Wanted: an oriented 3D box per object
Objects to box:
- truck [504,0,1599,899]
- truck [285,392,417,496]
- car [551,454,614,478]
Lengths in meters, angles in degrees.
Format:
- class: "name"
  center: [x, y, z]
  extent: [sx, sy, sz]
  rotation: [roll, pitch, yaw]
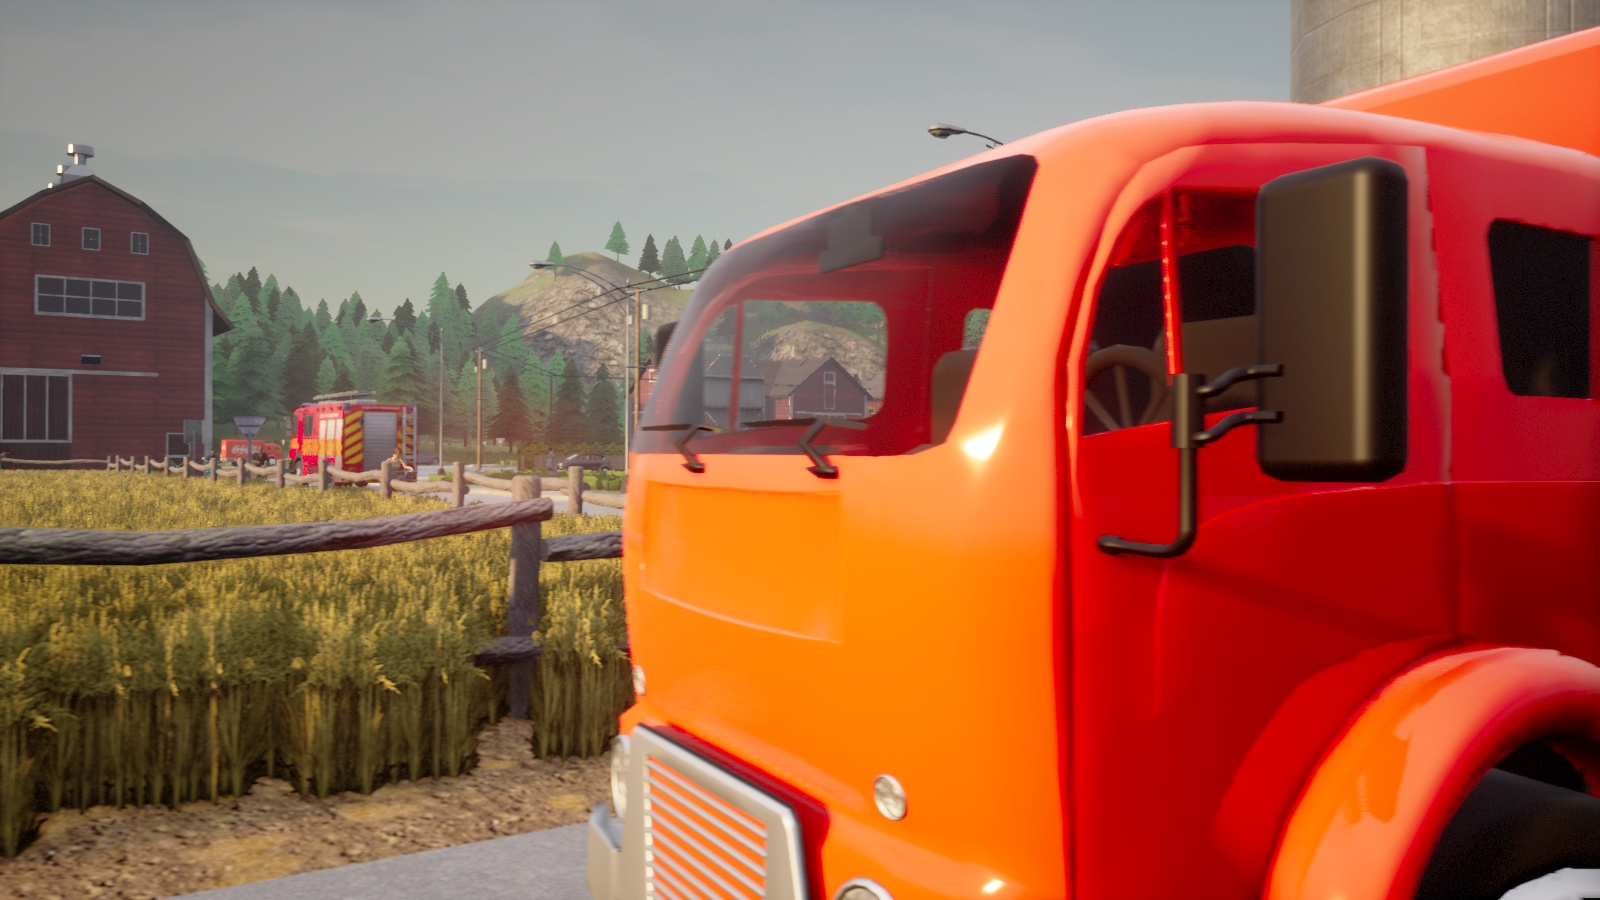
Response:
- class: "truck"
  center: [2.058, 0.268, 3.682]
  extent: [5.204, 2.467, 2.627]
  rotation: [0, 0, -27]
- class: "truck"
  center: [-18.183, -0.226, 50.480]
  extent: [2.891, 3.827, 8.468]
  rotation: [0, 0, -35]
- class: "car"
  center: [-14.318, 1.033, 82.716]
  extent: [3.705, 1.549, 1.789]
  rotation: [0, 0, -27]
